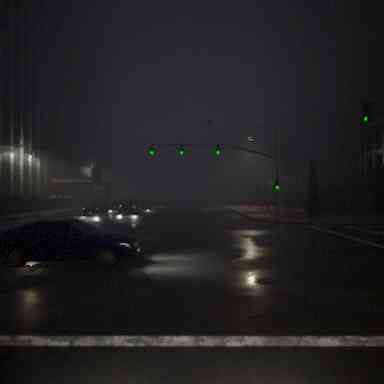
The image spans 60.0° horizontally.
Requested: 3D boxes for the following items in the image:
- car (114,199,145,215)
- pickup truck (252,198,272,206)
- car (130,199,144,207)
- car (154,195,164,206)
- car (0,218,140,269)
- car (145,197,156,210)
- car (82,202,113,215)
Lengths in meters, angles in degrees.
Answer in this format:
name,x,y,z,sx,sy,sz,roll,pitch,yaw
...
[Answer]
name,x,y,z,sx,sy,sz,roll,pitch,yaw
car,-7.071,1.624,38.211,2.097,1.767,4.553,0,0,0
pickup truck,13.167,1.494,61.209,2.390,2.098,6.274,0,0,31
car,-10.489,2.056,63.985,1.895,1.301,4.718,0,0,1
car,-6.955,1.708,68.064,2.150,2.045,5.566,0,-1,0
car,-4.075,1.605,10.888,4.674,1.442,1.812,0,0,1
car,-7.057,1.832,49.742,1.882,1.535,5.008,0,0,0
car,-10.573,1.863,36.792,1.895,1.301,4.718,0,0,0
